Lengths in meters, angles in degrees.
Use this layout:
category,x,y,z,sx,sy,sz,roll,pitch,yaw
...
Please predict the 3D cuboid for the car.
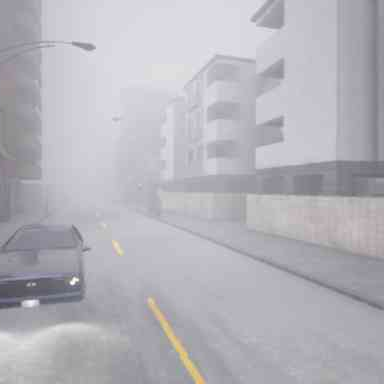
category,x,y,z,sx,sy,sz,roll,pitch,yaw
car,-3.571,1.492,8.188,2.033,1.411,5.357,0,0,-18
